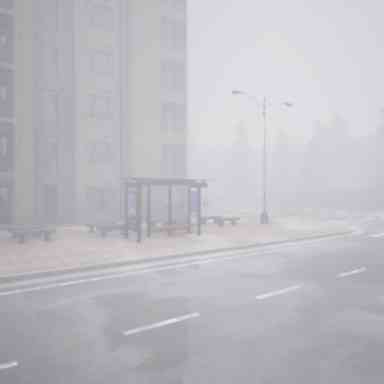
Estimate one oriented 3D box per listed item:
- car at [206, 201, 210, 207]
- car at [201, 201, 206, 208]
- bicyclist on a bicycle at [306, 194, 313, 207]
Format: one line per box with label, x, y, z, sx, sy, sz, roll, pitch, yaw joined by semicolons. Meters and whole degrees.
car;0.130;1.463;45.165;4.718;1.301;1.895;0;0;39
car;-0.985;1.473;41.535;4.718;1.301;1.895;0;0;42
bicyclist on a bicycle;15.655;1.125;44.232;1.656;1.620;0.582;-1;0;-36
